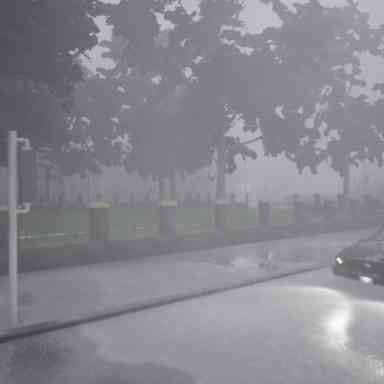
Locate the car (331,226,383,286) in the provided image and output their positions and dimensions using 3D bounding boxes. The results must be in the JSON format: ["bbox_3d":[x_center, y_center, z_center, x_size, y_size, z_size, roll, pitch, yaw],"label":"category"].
[{"bbox_3d":[5.954,1.515,8.811,5.357,1.411,2.033,0,0,-36],"label":"car"}]
